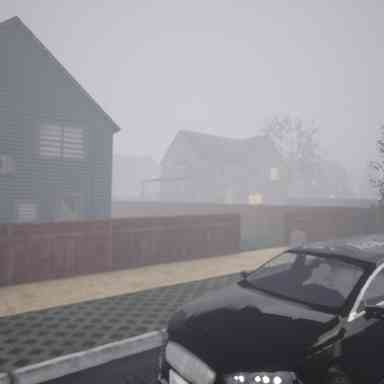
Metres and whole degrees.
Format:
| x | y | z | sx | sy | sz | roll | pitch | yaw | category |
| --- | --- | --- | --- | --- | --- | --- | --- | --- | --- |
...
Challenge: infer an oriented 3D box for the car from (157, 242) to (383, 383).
| x | y | z | sx | sy | sz | roll | pitch | yaw | category |
| --- | --- | --- | --- | --- | --- | --- | --- | --- | --- |
| 1.893 | 1.503 | 4.428 | 4.902 | 1.511 | 2.128 | 0 | 0 | -36 | car |
